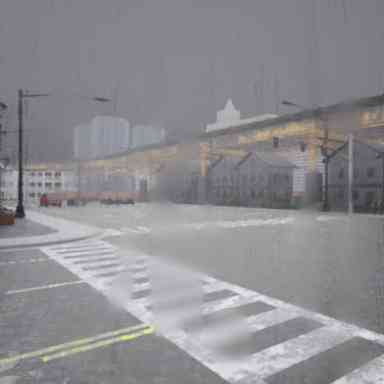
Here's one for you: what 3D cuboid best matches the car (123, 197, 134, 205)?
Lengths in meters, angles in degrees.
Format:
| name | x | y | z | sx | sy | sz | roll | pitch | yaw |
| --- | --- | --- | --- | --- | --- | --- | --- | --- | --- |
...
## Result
| name | x | y | z | sx | sy | sz | roll | pitch | yaw |
| --- | --- | --- | --- | --- | --- | --- | --- | --- | --- |
| car | -12.434 | 1.640 | 61.560 | 1.994 | 1.385 | 4.181 | 0 | 0 | -38 |

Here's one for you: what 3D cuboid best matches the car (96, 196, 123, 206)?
| name | x | y | z | sx | sy | sz | roll | pitch | yaw |
| --- | --- | --- | --- | --- | --- | --- | --- | --- | --- |
| car | -14.626 | 1.424 | 58.683 | 2.097 | 1.767 | 4.553 | 0 | 0 | -37 |

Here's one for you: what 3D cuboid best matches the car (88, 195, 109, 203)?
| name | x | y | z | sx | sy | sz | roll | pitch | yaw |
| --- | --- | --- | --- | --- | --- | --- | --- | --- | --- |
| car | -19.466 | 1.465 | 69.328 | 4.674 | 1.442 | 1.812 | 0 | 0 | 37 |

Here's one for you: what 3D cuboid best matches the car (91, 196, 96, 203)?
| name | x | y | z | sx | sy | sz | roll | pitch | yaw |
| --- | --- | --- | --- | --- | --- | --- | --- | --- | --- |
| car | -21.740 | 1.463 | 66.666 | 4.902 | 1.511 | 2.128 | 0 | 0 | 37 |

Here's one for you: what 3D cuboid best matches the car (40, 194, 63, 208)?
| name | x | y | z | sx | sy | sz | roll | pitch | yaw |
| --- | --- | --- | --- | --- | --- | --- | --- | --- | --- |
| car | -20.940 | 1.261 | 49.394 | 2.150 | 2.045 | 5.566 | 0 | 0 | -35 |

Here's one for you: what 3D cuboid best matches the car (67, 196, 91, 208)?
| name | x | y | z | sx | sy | sz | roll | pitch | yaw |
| --- | --- | --- | --- | --- | --- | --- | --- | --- | --- |
| car | -17.586 | 1.540 | 50.692 | 2.128 | 1.511 | 4.902 | 0 | 0 | -35 |
